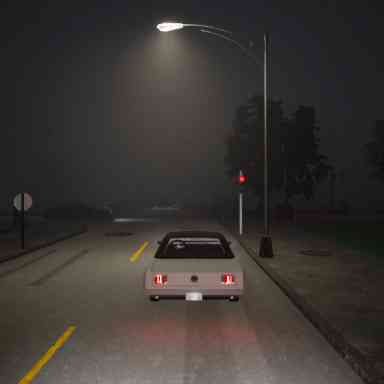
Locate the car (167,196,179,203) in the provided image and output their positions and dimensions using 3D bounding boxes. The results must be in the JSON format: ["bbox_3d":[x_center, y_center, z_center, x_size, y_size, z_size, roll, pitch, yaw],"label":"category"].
[{"bbox_3d":[-3.967,1.540,70.143,2.033,1.411,5.357,0,0,0],"label":"car"}]

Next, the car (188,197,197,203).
[{"bbox_3d":[0.033,1.601,69.423,1.895,1.301,4.718,0,0,0],"label":"car"}]

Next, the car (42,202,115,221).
[{"bbox_3d":[-8.989,1.547,26.595,5.357,1.411,2.033,0,0,-5],"label":"car"}]

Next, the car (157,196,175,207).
[{"bbox_3d":[-4.072,1.505,50.104,1.837,1.490,4.892,0,0,0],"label":"car"}]

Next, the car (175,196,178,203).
[{"bbox_3d":[-4.044,1.547,59.802,2.033,1.411,5.357,0,0,0],"label":"car"}]

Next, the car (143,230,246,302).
[{"bbox_3d":[0.060,1.601,8.233,1.895,1.301,4.718,0,0,0],"label":"car"}]
